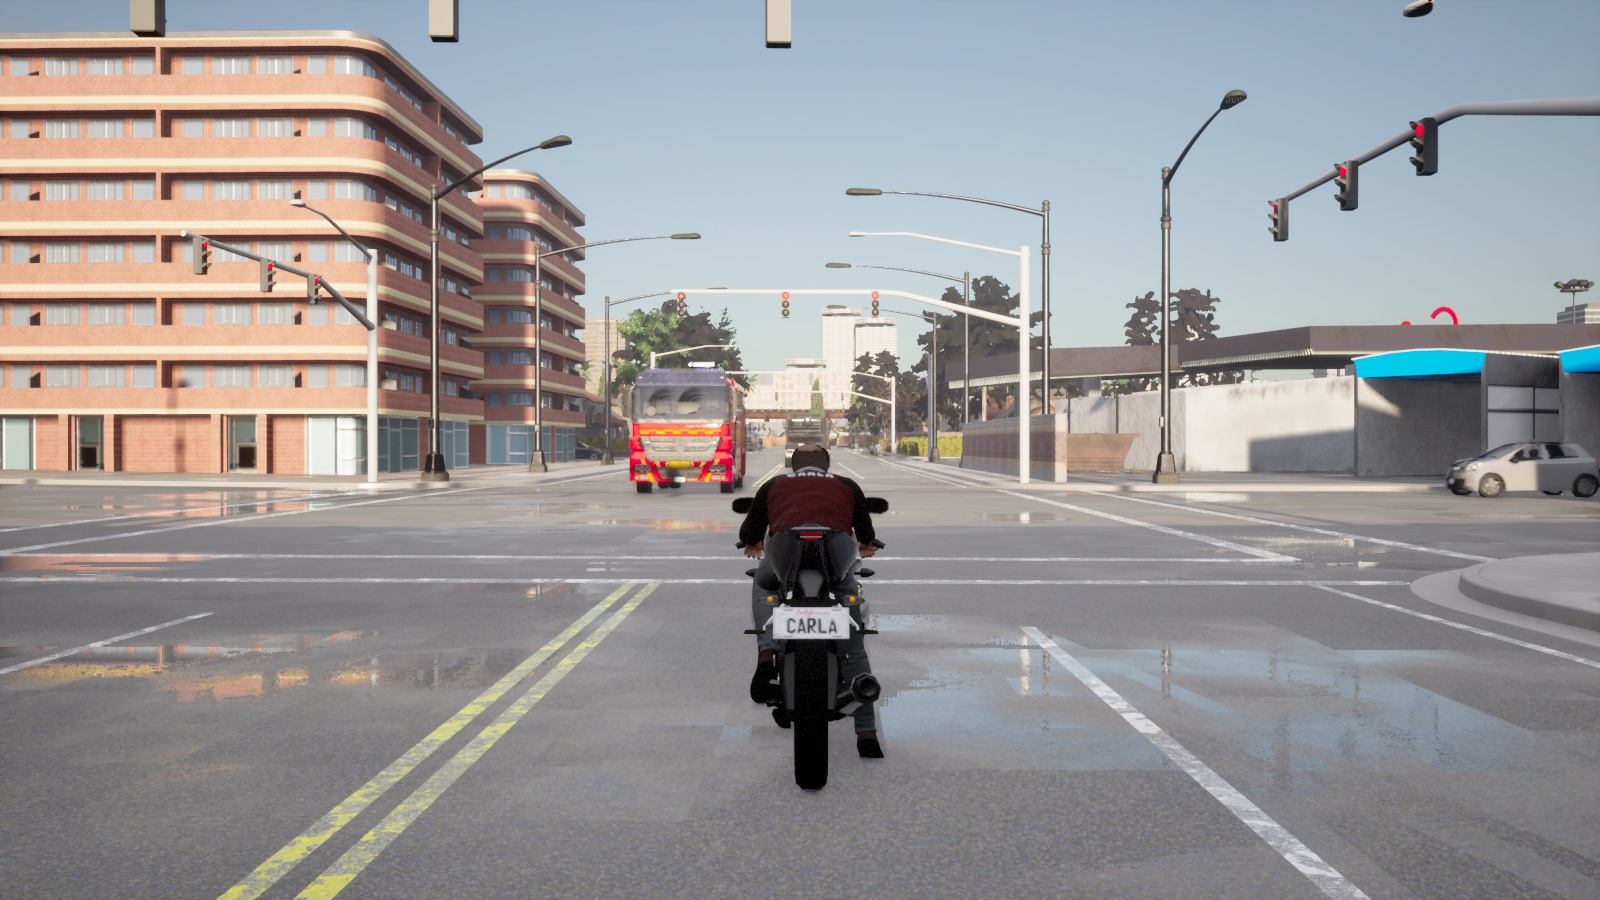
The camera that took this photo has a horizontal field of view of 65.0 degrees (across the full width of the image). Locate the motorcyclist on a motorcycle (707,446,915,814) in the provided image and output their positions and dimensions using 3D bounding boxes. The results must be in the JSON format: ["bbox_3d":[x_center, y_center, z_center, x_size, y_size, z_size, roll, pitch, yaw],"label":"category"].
[{"bbox_3d":[0.052,0.746,6.329,0.866,1.530,2.191,0,0,0],"label":"motorcyclist on a motorcycle"}]

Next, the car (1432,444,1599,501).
[{"bbox_3d":[19.371,0.584,33.964,3.633,1.501,1.845,0,0,1],"label":"car"}]

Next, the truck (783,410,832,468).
[{"bbox_3d":[0.466,-0.678,78.471,2.891,3.462,7.936,0,0,0],"label":"truck"}]

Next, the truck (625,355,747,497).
[{"bbox_3d":[-3.264,-0.659,38.220,2.891,3.827,8.468,0,0,0],"label":"truck"}]
